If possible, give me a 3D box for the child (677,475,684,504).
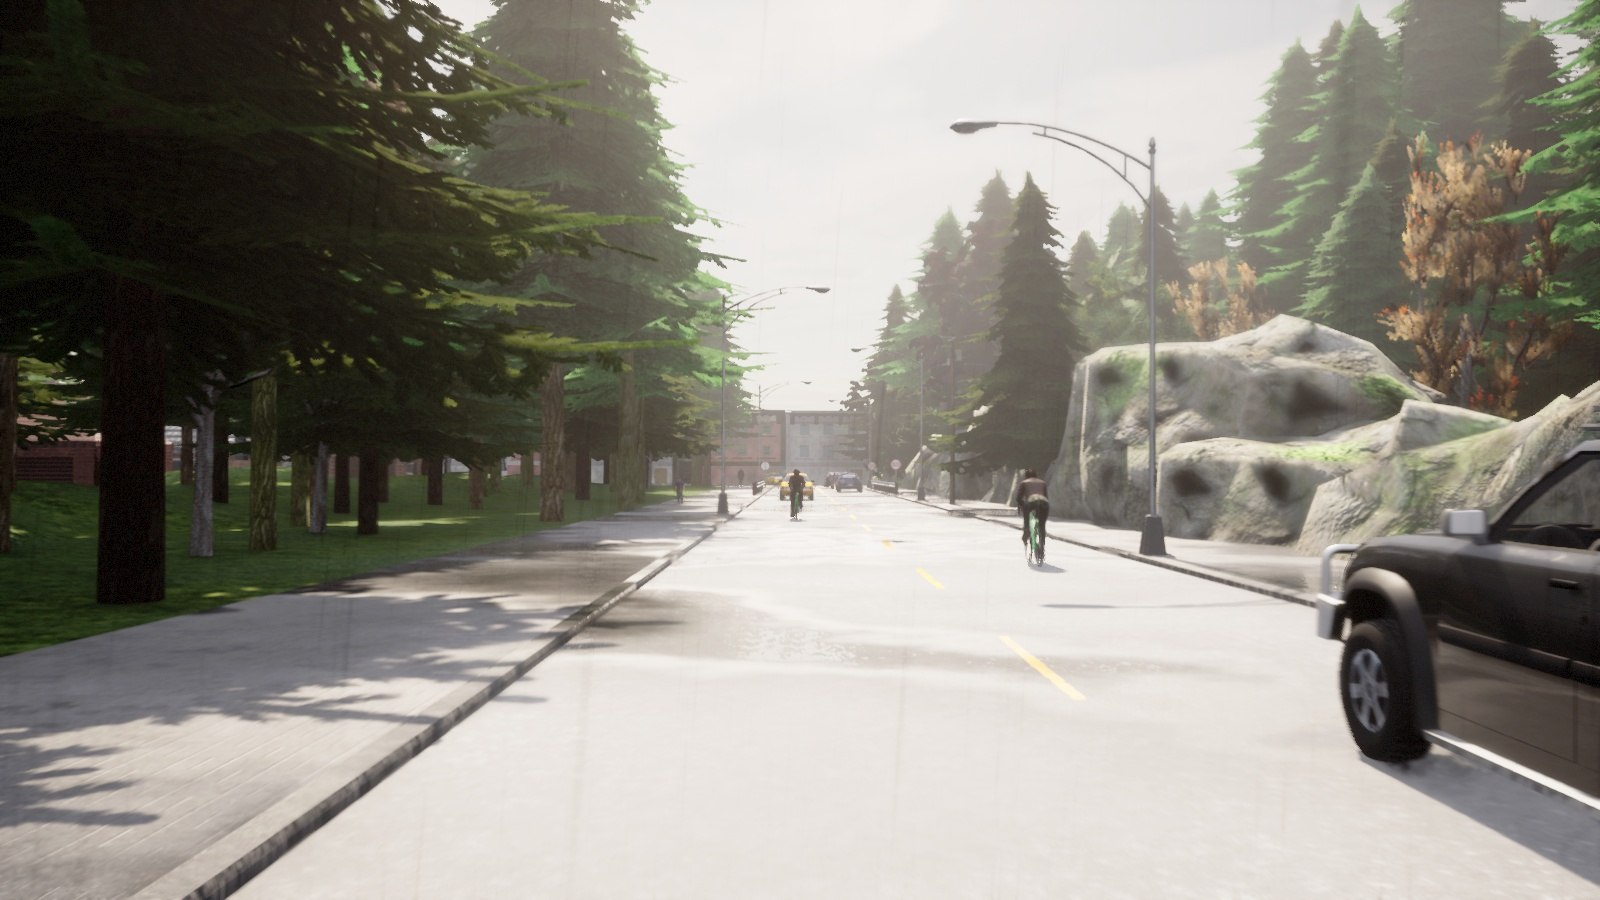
[{"bbox_3d":[-5.324,1.763,55.998,0.270,1.263,0.437,0,-1,1],"label":"child"}]

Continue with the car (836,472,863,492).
[{"bbox_3d":[3.708,2.413,94.824,1.812,1.442,4.674,0,-1,0],"label":"car"}]

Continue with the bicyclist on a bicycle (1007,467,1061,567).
[{"bbox_3d":[3.950,1.108,21.306,0.582,1.620,1.656,0,-1,0],"label":"bicyclist on a bicycle"}]

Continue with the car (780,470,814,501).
[{"bbox_3d":[-0.160,1.890,67.801,1.801,1.575,5.366,0,-1,0],"label":"car"}]

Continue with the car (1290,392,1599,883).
[{"bbox_3d":[3.988,0.709,5.451,1.932,1.855,4.605,0,0,0],"label":"car"}]
